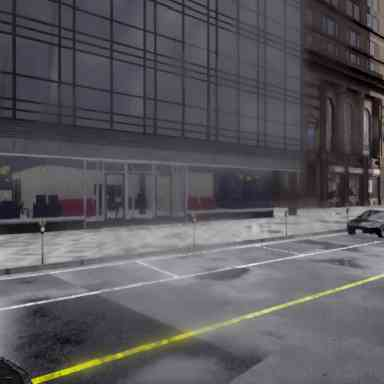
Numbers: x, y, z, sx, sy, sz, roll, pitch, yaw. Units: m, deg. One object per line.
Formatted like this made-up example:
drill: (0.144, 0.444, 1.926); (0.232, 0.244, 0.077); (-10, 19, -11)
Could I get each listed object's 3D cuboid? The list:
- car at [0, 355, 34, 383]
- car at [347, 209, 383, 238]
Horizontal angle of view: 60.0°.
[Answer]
car: (-3.110, 1.492, 1.109); (4.902, 1.511, 2.128); (0, 0, -35)
car: (9.998, 1.567, 17.645); (4.313, 1.339, 1.947); (0, 0, -36)
